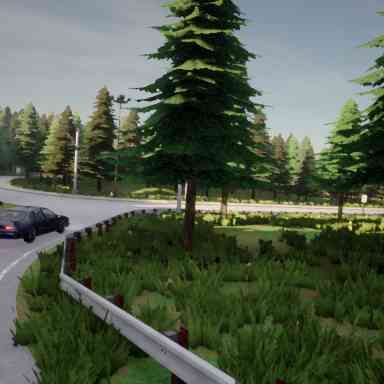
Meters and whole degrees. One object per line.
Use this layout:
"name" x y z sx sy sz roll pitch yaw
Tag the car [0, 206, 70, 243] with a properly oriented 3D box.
"car" -7.590 1.371 15.525 2.033 1.411 5.357 4 1 3
